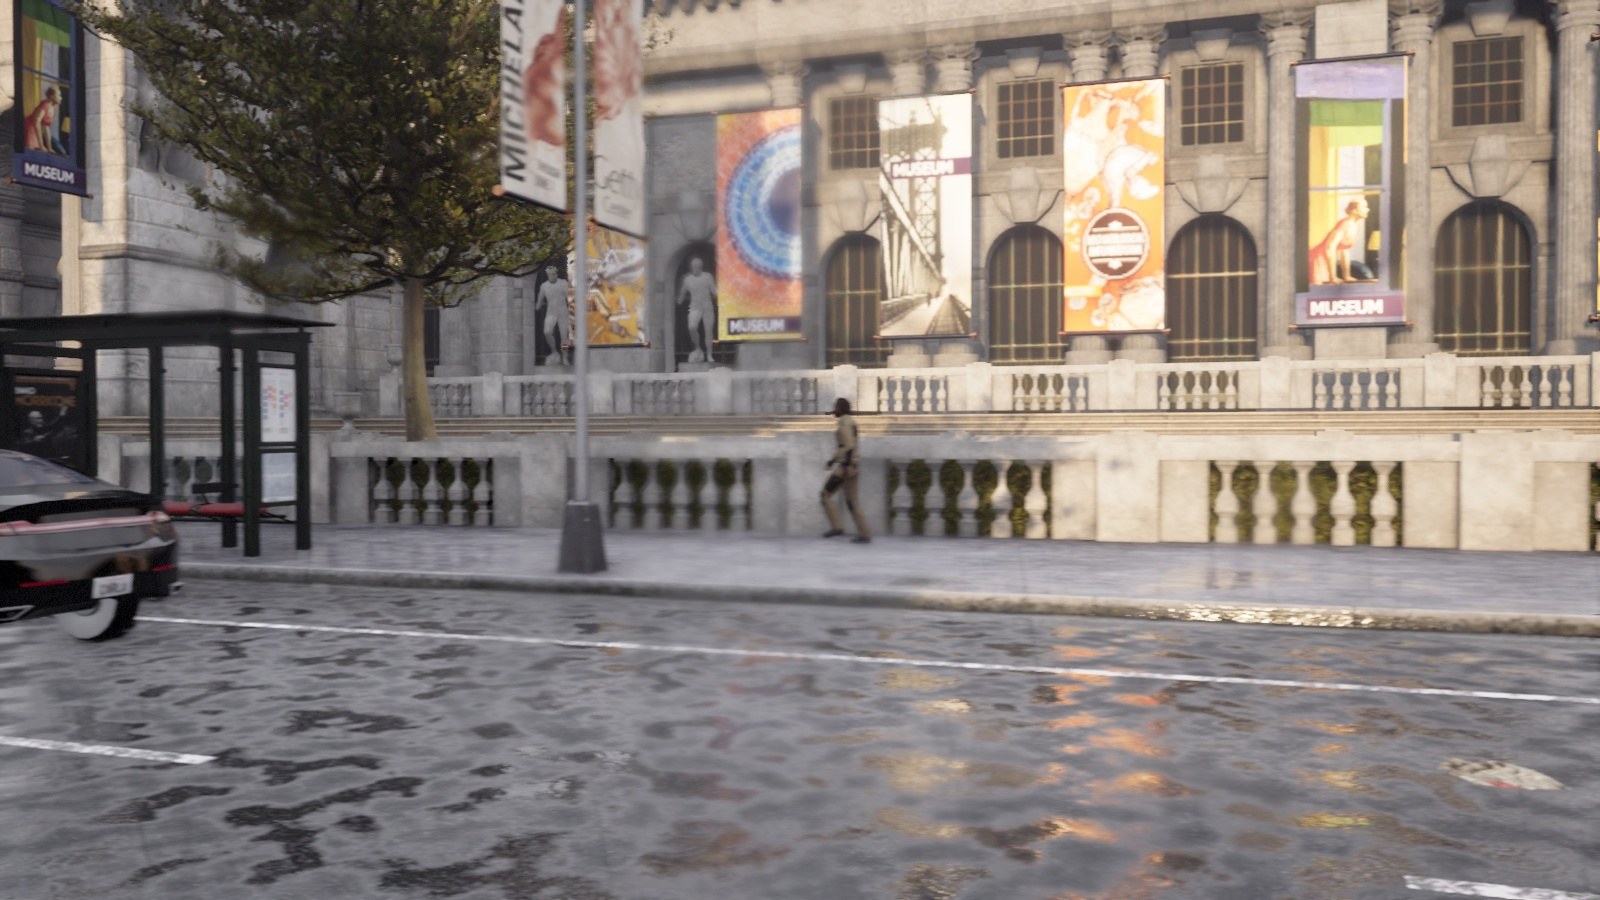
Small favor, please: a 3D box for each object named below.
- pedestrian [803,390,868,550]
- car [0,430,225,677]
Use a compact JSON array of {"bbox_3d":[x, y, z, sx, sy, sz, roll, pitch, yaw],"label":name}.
[{"bbox_3d":[0.437,0.237,15.483,0.692,1.930,0.396,1,1,22],"label":"pedestrian"},{"bbox_3d":[-6.998,0.608,9.239,4.902,1.511,2.128,1,1,19],"label":"car"}]
